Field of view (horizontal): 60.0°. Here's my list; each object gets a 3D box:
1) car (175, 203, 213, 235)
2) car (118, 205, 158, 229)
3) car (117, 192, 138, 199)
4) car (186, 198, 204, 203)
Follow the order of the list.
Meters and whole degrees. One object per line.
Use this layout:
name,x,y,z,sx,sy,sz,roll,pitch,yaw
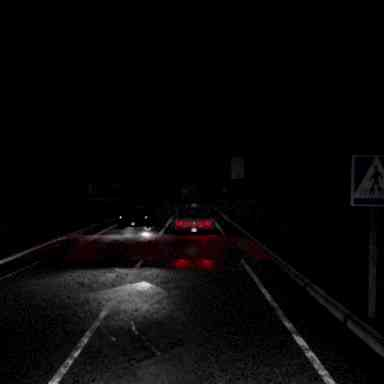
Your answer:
car,0.101,1.519,18.201,1.895,1.301,4.718,0,1,0
car,-3.332,1.489,21.069,1.895,1.301,4.718,0,0,0
car,-13.727,0.749,70.449,1.882,1.535,5.008,2,1,35
car,0.259,1.325,35.241,2.033,1.411,5.357,0,0,2
